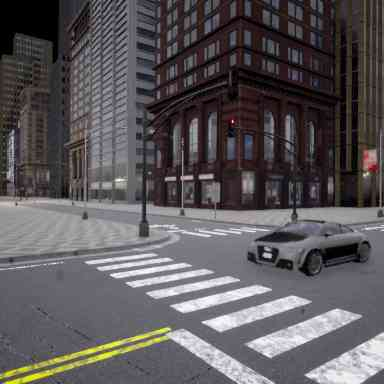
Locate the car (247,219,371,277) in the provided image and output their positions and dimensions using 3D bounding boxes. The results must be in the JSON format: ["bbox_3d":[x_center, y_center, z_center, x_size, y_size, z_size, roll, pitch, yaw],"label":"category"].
[{"bbox_3d":[3.704,1.565,10.343,4.181,1.385,1.994,0,0,-36],"label":"car"}]
